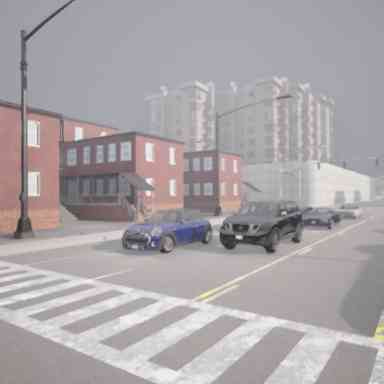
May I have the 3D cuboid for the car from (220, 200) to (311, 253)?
[{"bbox_3d":[3.375,1.401,15.079,2.150,2.045,5.566,-1,-1,35],"label":"car"}]

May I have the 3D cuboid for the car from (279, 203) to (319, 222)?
[{"bbox_3d":[9.934,1.817,30.696,2.128,1.511,4.902,-1,-1,35],"label":"car"}]

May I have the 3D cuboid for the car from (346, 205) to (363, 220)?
[{"bbox_3d":[14.932,1.887,31.745,1.895,1.301,4.718,-1,-1,35],"label":"car"}]

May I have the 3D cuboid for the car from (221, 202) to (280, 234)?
[{"bbox_3d":[4.012,1.623,22.147,2.097,1.767,4.553,-1,-1,34],"label":"car"}]

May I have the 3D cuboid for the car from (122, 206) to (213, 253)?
[{"bbox_3d":[-0.969,1.577,14.938,2.097,1.767,4.553,-1,-1,35],"label":"car"}]

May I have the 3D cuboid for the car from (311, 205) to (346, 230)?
[{"bbox_3d":[9.077,1.796,23.303,1.994,1.385,4.181,-1,-1,36],"label":"car"}]
